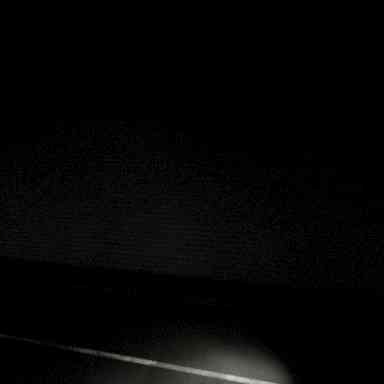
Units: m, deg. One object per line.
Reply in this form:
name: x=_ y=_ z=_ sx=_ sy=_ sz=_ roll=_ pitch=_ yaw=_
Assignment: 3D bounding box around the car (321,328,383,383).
car: x=3.571 y=1.764 z=2.724 sx=4.674 sy=1.442 sz=1.812 roll=1 pitch=-2 yaw=17
